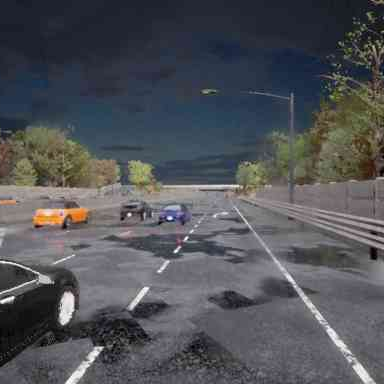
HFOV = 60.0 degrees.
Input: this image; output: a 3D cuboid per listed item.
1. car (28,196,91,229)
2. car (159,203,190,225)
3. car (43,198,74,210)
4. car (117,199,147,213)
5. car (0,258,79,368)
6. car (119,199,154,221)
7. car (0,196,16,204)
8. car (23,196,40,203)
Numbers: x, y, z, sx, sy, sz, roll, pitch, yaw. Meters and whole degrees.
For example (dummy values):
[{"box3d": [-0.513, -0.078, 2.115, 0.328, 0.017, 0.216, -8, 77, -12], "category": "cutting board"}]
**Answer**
[{"box3d": [-8.408, 1.356, 22.031, 2.097, 1.767, 4.553, 0, 0, 5], "category": "car"}, {"box3d": [-1.201, 1.526, 23.900, 1.812, 1.442, 4.674, 0, 0, 5], "category": "car"}, {"box3d": [-17.181, 1.570, 43.033, 1.994, 1.385, 4.181, 0, 0, 5], "category": "car"}, {"box3d": [-6.864, 1.552, 38.477, 2.033, 1.411, 5.357, 0, 0, 5], "category": "car"}, {"box3d": [-3.071, 1.503, 4.013, 1.837, 1.490, 4.892, 0, 0, 5], "category": "car"}, {"box3d": [-4.412, 1.500, 27.149, 1.837, 1.490, 4.892, 0, -2, 5], "category": "car"}, {"box3d": [-24.322, 1.357, 41.849, 2.097, 1.767, 4.553, 0, 0, 5], "category": "car"}, {"box3d": [-20.569, 1.359, 44.377, 2.097, 1.767, 4.553, 0, 0, 5], "category": "car"}]
